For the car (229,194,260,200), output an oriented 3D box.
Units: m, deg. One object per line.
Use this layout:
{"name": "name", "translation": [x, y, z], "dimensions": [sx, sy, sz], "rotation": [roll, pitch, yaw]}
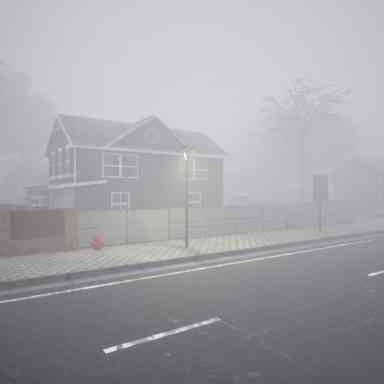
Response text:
{"name": "car", "translation": [6.956, 1.271, 42.633], "dimensions": [2.150, 2.045, 5.566], "rotation": [0, 0, -35]}
